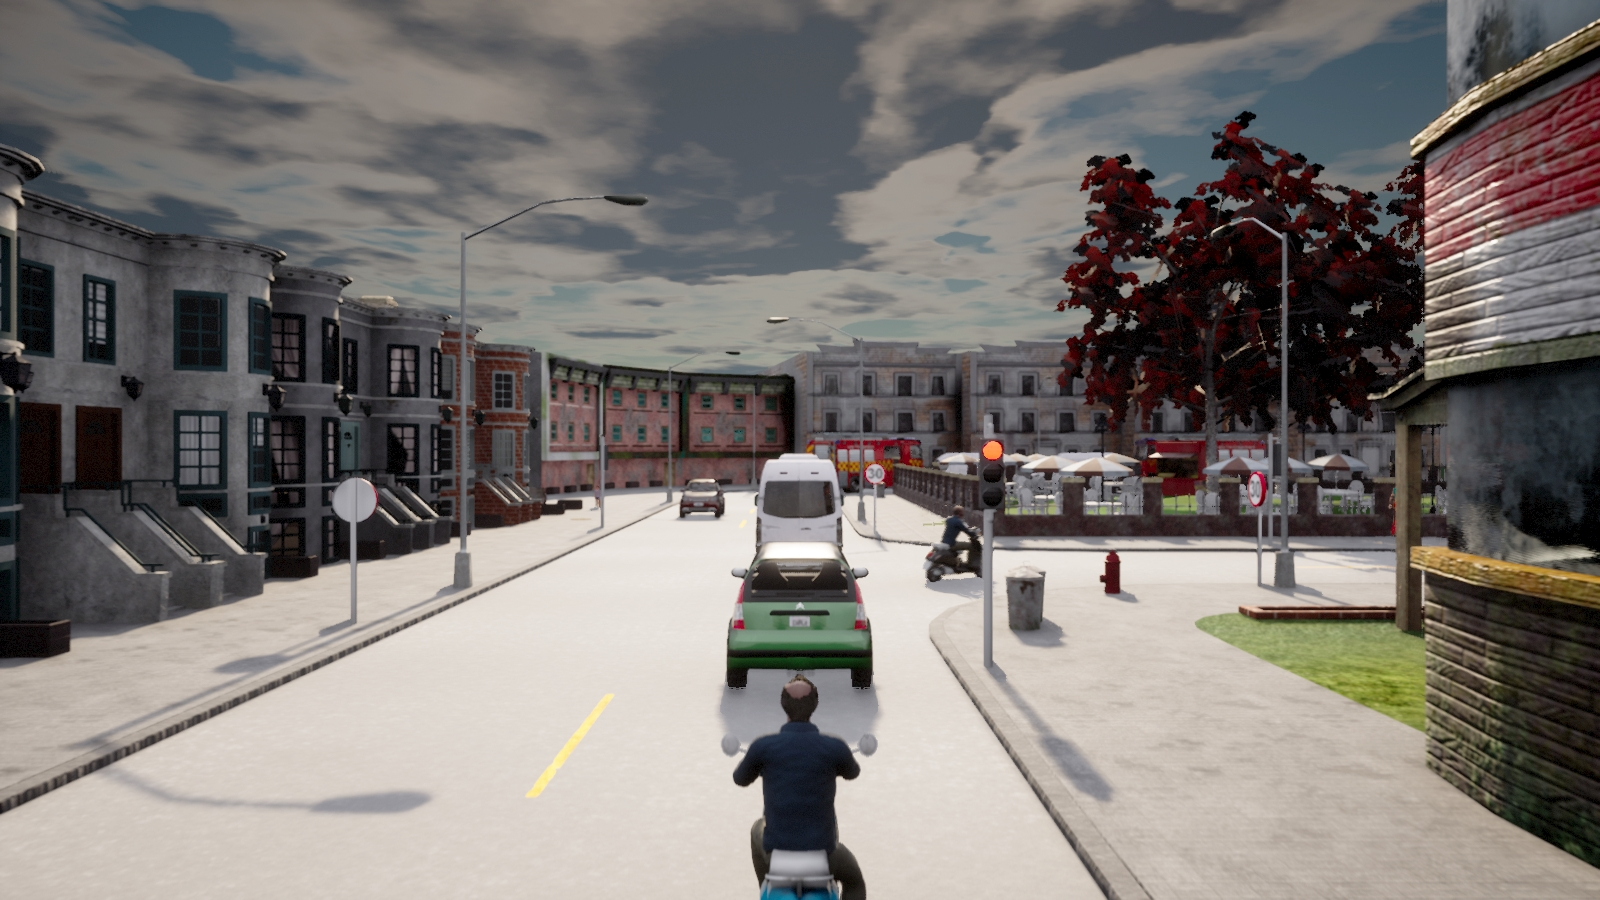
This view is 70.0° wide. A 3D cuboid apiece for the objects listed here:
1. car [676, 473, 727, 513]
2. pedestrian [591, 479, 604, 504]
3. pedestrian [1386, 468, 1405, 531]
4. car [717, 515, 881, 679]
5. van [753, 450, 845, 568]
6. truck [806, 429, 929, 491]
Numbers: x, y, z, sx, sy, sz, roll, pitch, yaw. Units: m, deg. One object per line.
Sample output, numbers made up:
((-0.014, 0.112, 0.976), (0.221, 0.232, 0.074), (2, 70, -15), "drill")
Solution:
((-4.041, 1.757, 47.509), (1.789, 1.549, 3.705), (0, 0, 0), "car")
((-9.047, 1.853, 51.064), (0.500, 1.100, 0.500), (0, 0, 0), "pedestrian")
((17.925, 1.480, 34.380), (0.375, 1.860, 0.375), (0, 0, 0), "pedestrian")
((-0.010, 1.763, 14.845), (1.851, 1.617, 3.988), (0, 0, 0), "car")
((-0.025, 1.285, 27.801), (1.988, 2.561, 5.915), (0, 0, 0), "van")
((4.476, 0.597, 74.069), (8.468, 3.827, 2.891), (0, 0, -43), "truck")
